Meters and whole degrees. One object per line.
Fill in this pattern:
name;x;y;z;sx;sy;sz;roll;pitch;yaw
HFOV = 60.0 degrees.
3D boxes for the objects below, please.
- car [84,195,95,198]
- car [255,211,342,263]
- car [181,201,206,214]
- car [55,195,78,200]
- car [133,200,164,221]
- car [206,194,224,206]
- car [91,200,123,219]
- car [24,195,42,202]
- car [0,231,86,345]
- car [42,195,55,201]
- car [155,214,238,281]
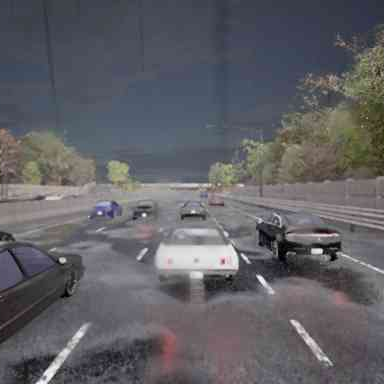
car;-17.529;1.290;57.346;1.994;1.385;4.181;0;0;1
car;3.502;1.431;11.742;2.128;1.511;4.902;0;0;0
car;0.106;1.430;26.859;1.994;1.385;4.181;0;0;0
car;-21.013;1.276;57.184;2.033;1.411;5.357;0;0;1
car;-3.396;1.375;26.075;1.837;1.490;4.892;0;0;0
car;3.507;1.329;48.381;1.994;1.385;4.181;0;0;0
car;-6.897;1.390;27.164;1.812;1.442;4.674;0;0;0
car;-28.002;1.195;59.357;1.882;1.535;5.008;0;0;0
car;-3.400;1.520;5.327;2.033;1.411;5.357;0;0;0
car;-24.507;1.242;59.514;1.812;1.442;4.674;0;0;1
car;0.105;1.552;9.619;1.895;1.301;4.718;0;0;0
